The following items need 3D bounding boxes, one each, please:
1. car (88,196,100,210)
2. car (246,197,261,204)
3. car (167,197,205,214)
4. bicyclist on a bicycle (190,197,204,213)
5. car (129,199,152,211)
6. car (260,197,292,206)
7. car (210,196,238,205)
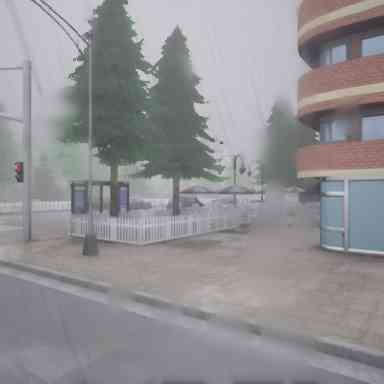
[{"bbox_3d":[-11.147,1.281,37.612,2.097,1.767,4.553,0,0,37],"label":"car"},{"bbox_3d":[10.925,1.534,53.757,4.718,1.301,1.895,0,0,-27],"label":"car"},{"bbox_3d":[-0.517,1.286,34.178,2.097,1.767,4.553,0,0,36],"label":"car"},{"bbox_3d":[0.404,1.237,27.327,1.656,1.620,0.582,0,0,36],"label":"bicyclist on a bicycle"},{"bbox_3d":[-6.909,1.478,37.592,2.033,1.411,5.357,0,0,36],"label":"car"},{"bbox_3d":[13.332,1.536,50.766,4.718,1.301,1.895,0,0,-26],"label":"car"},{"bbox_3d":[5.285,1.408,54.478,5.008,1.535,1.882,0,0,-32],"label":"car"}]
